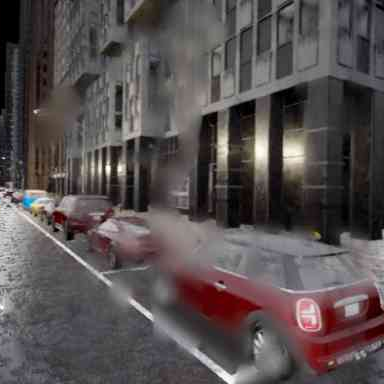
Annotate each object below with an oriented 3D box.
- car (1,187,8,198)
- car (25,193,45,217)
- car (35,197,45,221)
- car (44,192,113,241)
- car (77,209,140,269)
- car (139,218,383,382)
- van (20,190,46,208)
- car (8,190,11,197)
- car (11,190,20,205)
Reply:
[{"bbox_3d":[-31.588,0.294,57.980,1.887,1.381,4.507,1,1,-32],"label":"car"},{"bbox_3d":[-11.011,1.033,24.806,1.752,1.417,4.829,1,1,-32],"label":"car"},{"bbox_3d":[-7.970,1.202,19.903,1.802,1.307,4.206,1,1,-32],"label":"car"},{"bbox_3d":[-5.012,1.045,15.140,2.192,1.841,5.009,1,1,-32],"label":"car"},{"bbox_3d":[-2.065,1.422,10.383,1.802,1.307,4.206,1,1,-32],"label":"car"},{"bbox_3d":[0.890,1.391,5.623,1.967,1.590,4.097,1,1,-32],"label":"car"},{"bbox_3d":[-13.870,0.742,29.420,1.690,1.788,3.998,1,1,-32],"label":"van"},{"bbox_3d":[-22.732,0.656,43.701,1.802,1.307,4.206,1,1,-32],"label":"car"},{"bbox_3d":[-19.780,0.765,38.942,1.802,1.307,4.206,1,1,-32],"label":"car"}]
